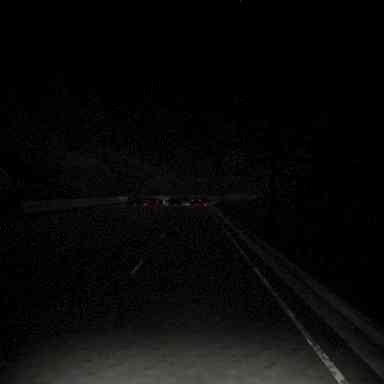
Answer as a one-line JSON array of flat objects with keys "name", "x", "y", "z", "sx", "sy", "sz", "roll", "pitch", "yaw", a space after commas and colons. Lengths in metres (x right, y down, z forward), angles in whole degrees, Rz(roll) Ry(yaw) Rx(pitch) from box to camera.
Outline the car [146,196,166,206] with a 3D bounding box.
[{"name": "car", "x": -6.116, "y": 1.632, "z": 57.283, "sx": 1.895, "sy": 1.301, "sz": 4.718, "roll": 0, "pitch": 0, "yaw": 4}]

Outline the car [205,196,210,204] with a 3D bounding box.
[{"name": "car", "x": 2.220, "y": 1.559, "z": 66.475, "sx": 1.812, "sy": 1.442, "sz": 4.674, "roll": 0, "pitch": 0, "yaw": 17}]

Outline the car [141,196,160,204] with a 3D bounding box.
[{"name": "car", "x": -8.387, "y": 1.540, "z": 67.480, "sx": 2.128, "sy": 1.511, "sz": 4.902, "roll": 0, "pitch": 0, "yaw": 17}]

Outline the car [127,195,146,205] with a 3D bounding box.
[{"name": "car", "x": -9.809, "y": 1.383, "z": 57.666, "sx": 2.097, "sy": 1.767, "sz": 4.553, "roll": 0, "pitch": 0, "yaw": 3}]

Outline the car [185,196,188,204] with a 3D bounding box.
[{"name": "car", "x": -1.406, "y": 1.541, "z": 66.536, "sx": 1.837, "sy": 1.490, "sz": 4.892, "roll": 0, "pitch": 0, "yaw": 17}]

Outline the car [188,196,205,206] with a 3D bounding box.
[{"name": "car", "x": 0.827, "y": 1.557, "z": 56.260, "sx": 1.812, "sy": 1.442, "sz": 4.674, "roll": 0, "pitch": 0, "yaw": 3}]

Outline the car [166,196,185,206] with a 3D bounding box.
[{"name": "car", "x": -2.679, "y": 1.509, "z": 56.204, "sx": 1.882, "sy": 1.535, "sz": 5.008, "roll": 0, "pitch": 0, "yaw": 3}]

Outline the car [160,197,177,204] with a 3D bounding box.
[{"name": "car", "x": -4.791, "y": 1.650, "z": 67.420, "sx": 1.895, "sy": 1.301, "sz": 4.718, "roll": 0, "pitch": 0, "yaw": 17}]
